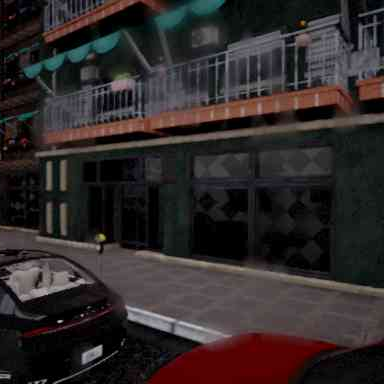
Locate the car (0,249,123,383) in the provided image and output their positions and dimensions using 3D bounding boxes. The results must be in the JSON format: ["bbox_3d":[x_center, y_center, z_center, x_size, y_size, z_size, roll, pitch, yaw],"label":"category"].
[{"bbox_3d":[-2.875,1.544,4.917,4.403,1.369,2.008,0,0,35],"label":"car"}]

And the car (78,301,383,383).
[{"bbox_3d":[1.634,1.546,1.705,4.507,1.381,1.887,0,0,35],"label":"car"}]
